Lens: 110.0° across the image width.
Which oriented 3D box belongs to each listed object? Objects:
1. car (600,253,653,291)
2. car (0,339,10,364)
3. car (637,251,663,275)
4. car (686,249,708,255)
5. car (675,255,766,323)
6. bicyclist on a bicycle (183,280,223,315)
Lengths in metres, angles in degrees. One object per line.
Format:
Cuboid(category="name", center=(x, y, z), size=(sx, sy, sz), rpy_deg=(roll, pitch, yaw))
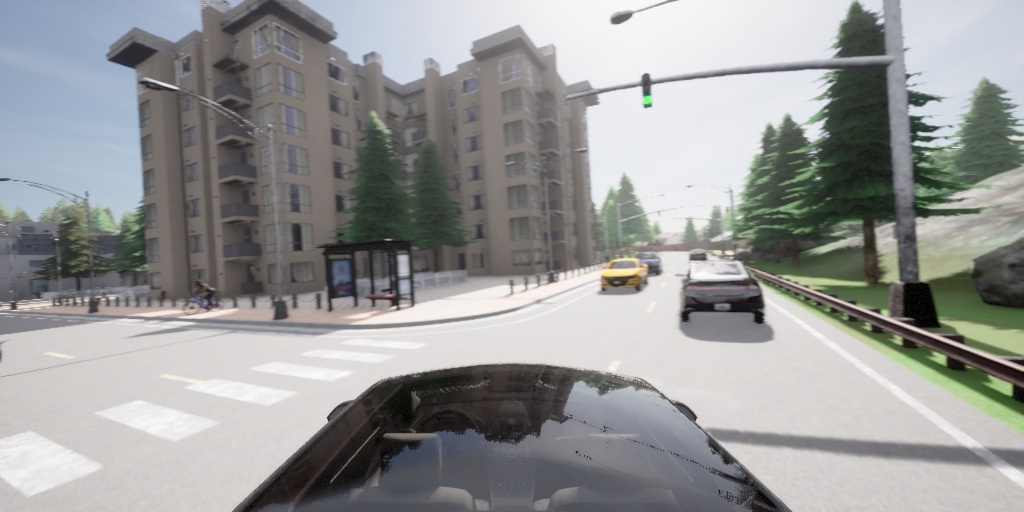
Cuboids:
Cuboid(category="car", center=(5.934, 0.873, 18.756), size=(1.882, 1.535, 5.008), rpy_deg=(-4, 0, 27))
Cuboid(category="car", center=(-15.184, 2.229, 9.232), size=(4.674, 1.442, 1.812), rpy_deg=(-4, 0, 26))
Cuboid(category="car", center=(10.232, 0.485, 27.344), size=(2.097, 1.767, 4.553), rpy_deg=(-4, 0, 27))
Cuboid(category="car", center=(20.362, 0.011, 39.350), size=(1.837, 1.490, 4.892), rpy_deg=(-4, 0, 25))
Cuboid(category="car", center=(5.856, 0.882, 10.336), size=(2.128, 1.511, 4.902), rpy_deg=(-4, 0, 27))
Cuboid(category="bicyclist on a bicycle", center=(-15.077, 2.006, 17.509), size=(0.582, 1.620, 1.656), rpy_deg=(-4, 0, 26))
